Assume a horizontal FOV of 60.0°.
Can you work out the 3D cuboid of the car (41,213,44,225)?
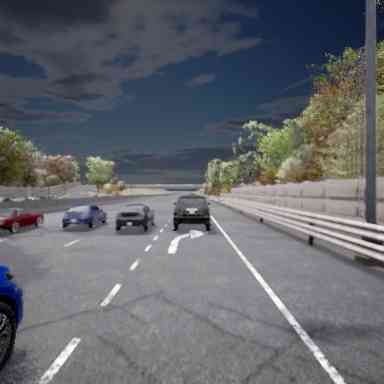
[{"bbox_3d":[-10.405,1.586,19.254,1.895,1.301,4.718,0,0,0],"label":"car"}]

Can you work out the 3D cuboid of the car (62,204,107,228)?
[{"bbox_3d":[-6.910,1.510,21.701,1.812,1.442,4.674,0,0,0],"label":"car"}]

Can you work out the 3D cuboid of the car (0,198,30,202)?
[{"bbox_3d":[-21.094,1.514,40.829,1.812,1.442,4.674,0,0,0],"label":"car"}]

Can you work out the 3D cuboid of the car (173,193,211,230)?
[{"bbox_3d":[-0.007,1.207,21.040,2.150,2.045,5.566,0,0,0],"label":"car"}]

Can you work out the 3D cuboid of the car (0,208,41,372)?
[{"bbox_3d":[-3.401,1.219,2.248,2.150,2.045,5.566,0,0,0],"label":"car"}]

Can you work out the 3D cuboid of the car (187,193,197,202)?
[{"bbox_3d":[-0.029,1.287,79.698,2.150,2.045,5.566,0,0,0],"label":"car"}]

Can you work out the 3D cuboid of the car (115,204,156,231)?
[{"bbox_3d":[-3.407,1.490,20.540,1.837,1.490,4.892,0,0,0],"label":"car"}]
